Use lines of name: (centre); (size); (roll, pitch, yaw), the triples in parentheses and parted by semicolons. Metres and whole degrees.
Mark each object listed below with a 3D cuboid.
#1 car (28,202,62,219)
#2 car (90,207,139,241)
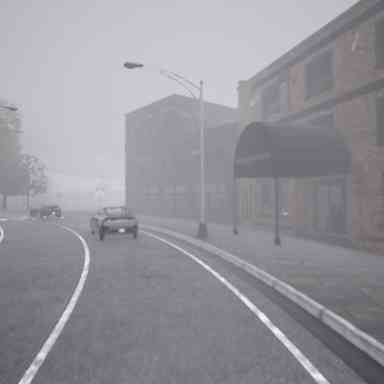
car: (-13.747, 1.680, 31.028); (1.837, 1.490, 4.892); (0, -1, -41)
car: (-4.104, 1.520, 17.167); (2.128, 1.511, 4.902); (0, 0, -24)
